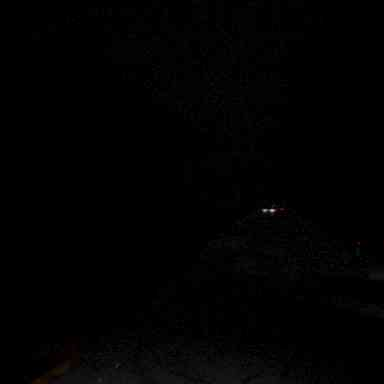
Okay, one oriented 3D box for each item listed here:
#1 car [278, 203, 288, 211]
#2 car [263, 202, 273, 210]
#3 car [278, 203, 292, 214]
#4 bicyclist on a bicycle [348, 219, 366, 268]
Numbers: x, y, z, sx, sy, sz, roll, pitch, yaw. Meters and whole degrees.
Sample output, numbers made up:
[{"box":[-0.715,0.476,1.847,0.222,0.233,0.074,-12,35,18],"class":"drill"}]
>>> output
[{"box":[19.484,3.094,71.358,1.882,1.535,5.008,2,-1,14],"class":"car"},{"box":[16.468,3.006,71.668,1.837,1.490,4.892,2,-1,14],"class":"car"},{"box":[14.835,2.744,52.720,2.033,1.411,5.357,2,-1,14],"class":"car"},{"box":[5.897,1.804,11.917,0.582,1.620,1.656,2,-1,11],"class":"bicyclist on a bicycle"}]
